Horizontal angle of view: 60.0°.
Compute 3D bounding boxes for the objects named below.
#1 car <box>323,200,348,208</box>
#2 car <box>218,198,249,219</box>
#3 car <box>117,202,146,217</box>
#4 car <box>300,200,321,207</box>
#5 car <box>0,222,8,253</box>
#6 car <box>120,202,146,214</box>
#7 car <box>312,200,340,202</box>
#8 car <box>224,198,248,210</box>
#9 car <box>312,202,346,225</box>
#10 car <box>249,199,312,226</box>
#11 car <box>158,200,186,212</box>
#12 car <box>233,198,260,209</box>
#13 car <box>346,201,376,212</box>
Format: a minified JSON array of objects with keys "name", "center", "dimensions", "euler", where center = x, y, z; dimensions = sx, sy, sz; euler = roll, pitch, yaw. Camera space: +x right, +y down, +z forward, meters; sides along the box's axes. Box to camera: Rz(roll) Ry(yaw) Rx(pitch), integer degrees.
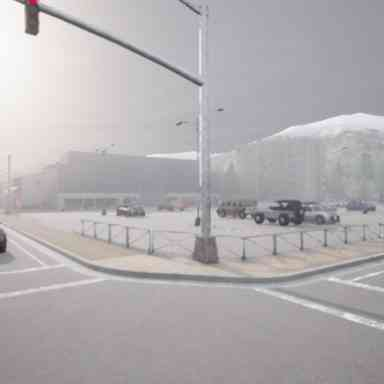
[{"name":"car","center":[26.569,2.213,61.558],"dimensions":[1.970,1.475,3.806],"euler":[0,-1,-36]},{"name":"car","center":[4.599,1.659,33.130],"dimensions":[1.932,1.855,4.605],"euler":[0,-1,-36]},{"name":"car","center":[-6.882,2.024,37.192],"dimensions":[2.007,1.523,4.514],"euler":[0,-1,-36]},{"name":"car","center":[24.651,2.343,69.321],"dimensions":[1.845,1.501,3.633],"euler":[0,-1,-36]},{"name":"car","center":[-9.022,1.743,13.901],"dimensions":[1.994,1.385,4.181],"euler":[0,-1,-36]},{"name":"car","center":[-8.029,2.094,45.053],"dimensions":[1.970,1.475,3.806],"euler":[0,-1,-36]},{"name":"car","center":[15.125,1.877,39.828],"dimensions":[2.007,1.523,4.514],"euler":[0,-1,-36]},{"name":"car","center":[7.371,1.990,56.545],"dimensions":[1.905,1.878,3.866],"euler":[0,-1,-36]},{"name":"car","center":[9.586,1.770,26.268],"dimensions":[1.970,1.475,3.806],"euler":[0,-1,-36]},{"name":"car","center":[6.529,1.489,24.826],"dimensions":[1.905,1.878,3.866],"euler":[0,-1,-36]},{"name":"car","center":[-3.011,2.036,49.067],"dimensions":[2.152,1.636,5.027],"euler":[0,-1,-36]},{"name":"car","center":[9.488,2.025,58.577],"dimensions":[1.932,1.855,4.605],"euler":[0,-1,-36]},{"name":"car","center":[23.258,1.922,45.633],"dimensions":[1.845,1.501,3.633],"euler":[0,-1,-36]}]
